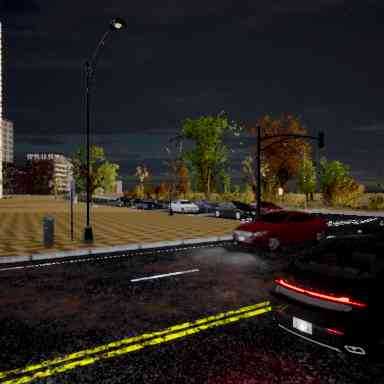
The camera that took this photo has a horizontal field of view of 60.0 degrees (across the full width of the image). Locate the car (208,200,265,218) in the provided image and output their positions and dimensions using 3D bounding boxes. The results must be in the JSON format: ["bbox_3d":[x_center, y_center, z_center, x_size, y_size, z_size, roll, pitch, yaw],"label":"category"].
[{"bbox_3d":[3.795,1.564,29.216,1.837,1.490,4.892,0,0,-32],"label":"car"}]

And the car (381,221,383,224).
[{"bbox_3d":[8.608,1.599,13.274,4.718,1.301,1.895,0,0,-33],"label":"car"}]

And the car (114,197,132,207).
[{"bbox_3d":[-11.238,1.627,54.202,1.837,1.490,4.892,0,0,-29],"label":"car"}]

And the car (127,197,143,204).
[{"bbox_3d":[-11.849,1.681,68.807,1.994,1.385,4.181,0,0,-29],"label":"car"}]

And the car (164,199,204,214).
[{"bbox_3d":[-1.007,1.607,37.004,1.812,1.442,4.674,0,0,-31],"label":"car"}]

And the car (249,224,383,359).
[{"bbox_3d":[3.452,1.504,5.733,4.892,1.490,1.837,0,0,-34],"label":"car"}]

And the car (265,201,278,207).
[{"bbox_3d":[6.597,1.573,30.849,1.812,1.442,4.674,0,0,-30],"label":"car"}]

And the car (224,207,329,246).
[{"bbox_3d":[3.866,1.524,14.066,4.674,1.442,1.812,0,0,-33],"label":"car"}]

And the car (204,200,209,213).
[{"bbox_3d":[1.511,1.618,39.111,2.033,1.411,5.357,0,0,-32],"label":"car"}]

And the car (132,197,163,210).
[{"bbox_3d":[-6.189,1.667,45.535,1.994,1.385,4.181,0,0,-31],"label":"car"}]
